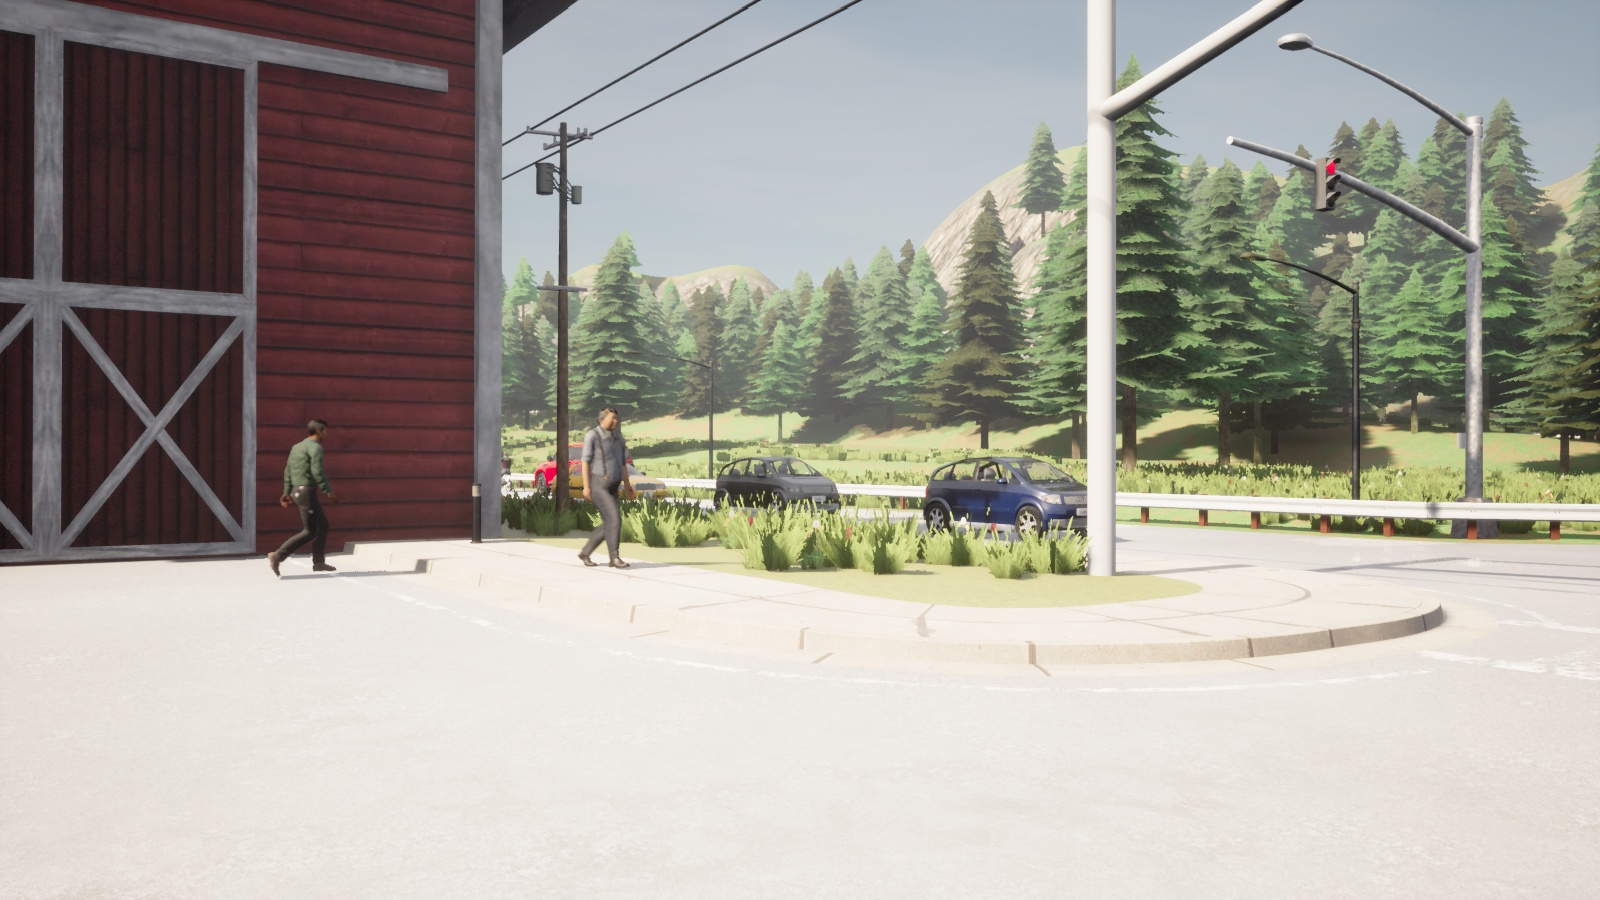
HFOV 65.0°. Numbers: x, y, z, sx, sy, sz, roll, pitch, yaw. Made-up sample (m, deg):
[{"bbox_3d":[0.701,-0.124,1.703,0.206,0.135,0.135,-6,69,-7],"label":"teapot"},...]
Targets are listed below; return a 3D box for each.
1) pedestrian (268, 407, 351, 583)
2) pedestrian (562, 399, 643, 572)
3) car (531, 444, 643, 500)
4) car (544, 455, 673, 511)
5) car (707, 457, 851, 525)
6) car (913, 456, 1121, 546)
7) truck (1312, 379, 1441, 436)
[{"bbox_3d":[-5.591,0.496,14.330,0.788,1.949,0.423,0,0,-39],"label":"pedestrian"},{"bbox_3d":[-2.178,0.382,13.845,0.694,1.848,0.540,0,0,34],"label":"pedestrian"},{"bbox_3d":[-8.285,0.815,48.326,2.150,2.045,5.566,0,0,-34],"label":"car"},{"bbox_3d":[-5.980,0.971,38.588,1.801,1.575,5.366,0,-1,-34],"label":"car"},{"bbox_3d":[-0.572,0.945,30.515,1.789,1.549,3.705,0,0,-34],"label":"car"},{"bbox_3d":[4.008,0.891,23.679,1.789,1.549,3.705,0,0,-34],"label":"car"},{"bbox_3d":[40.843,-3.019,89.101,7.936,3.462,2.891,5,3,25],"label":"truck"}]
